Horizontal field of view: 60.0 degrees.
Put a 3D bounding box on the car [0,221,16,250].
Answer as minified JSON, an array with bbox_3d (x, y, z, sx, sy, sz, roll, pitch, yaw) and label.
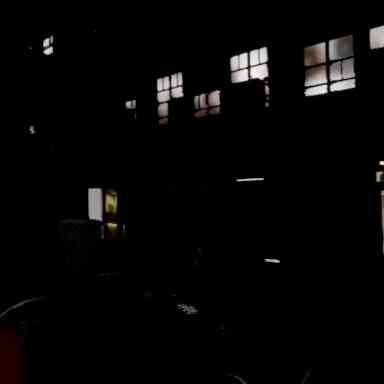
[{"bbox_3d":[-5.499,1.394,6.823,5.009,1.841,2.192,-1,-1,36],"label":"car"}]

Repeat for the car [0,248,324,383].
[{"bbox_3d":[-0.990,1.571,3.599,4.507,1.381,1.887,-1,-1,36],"label":"car"}]
